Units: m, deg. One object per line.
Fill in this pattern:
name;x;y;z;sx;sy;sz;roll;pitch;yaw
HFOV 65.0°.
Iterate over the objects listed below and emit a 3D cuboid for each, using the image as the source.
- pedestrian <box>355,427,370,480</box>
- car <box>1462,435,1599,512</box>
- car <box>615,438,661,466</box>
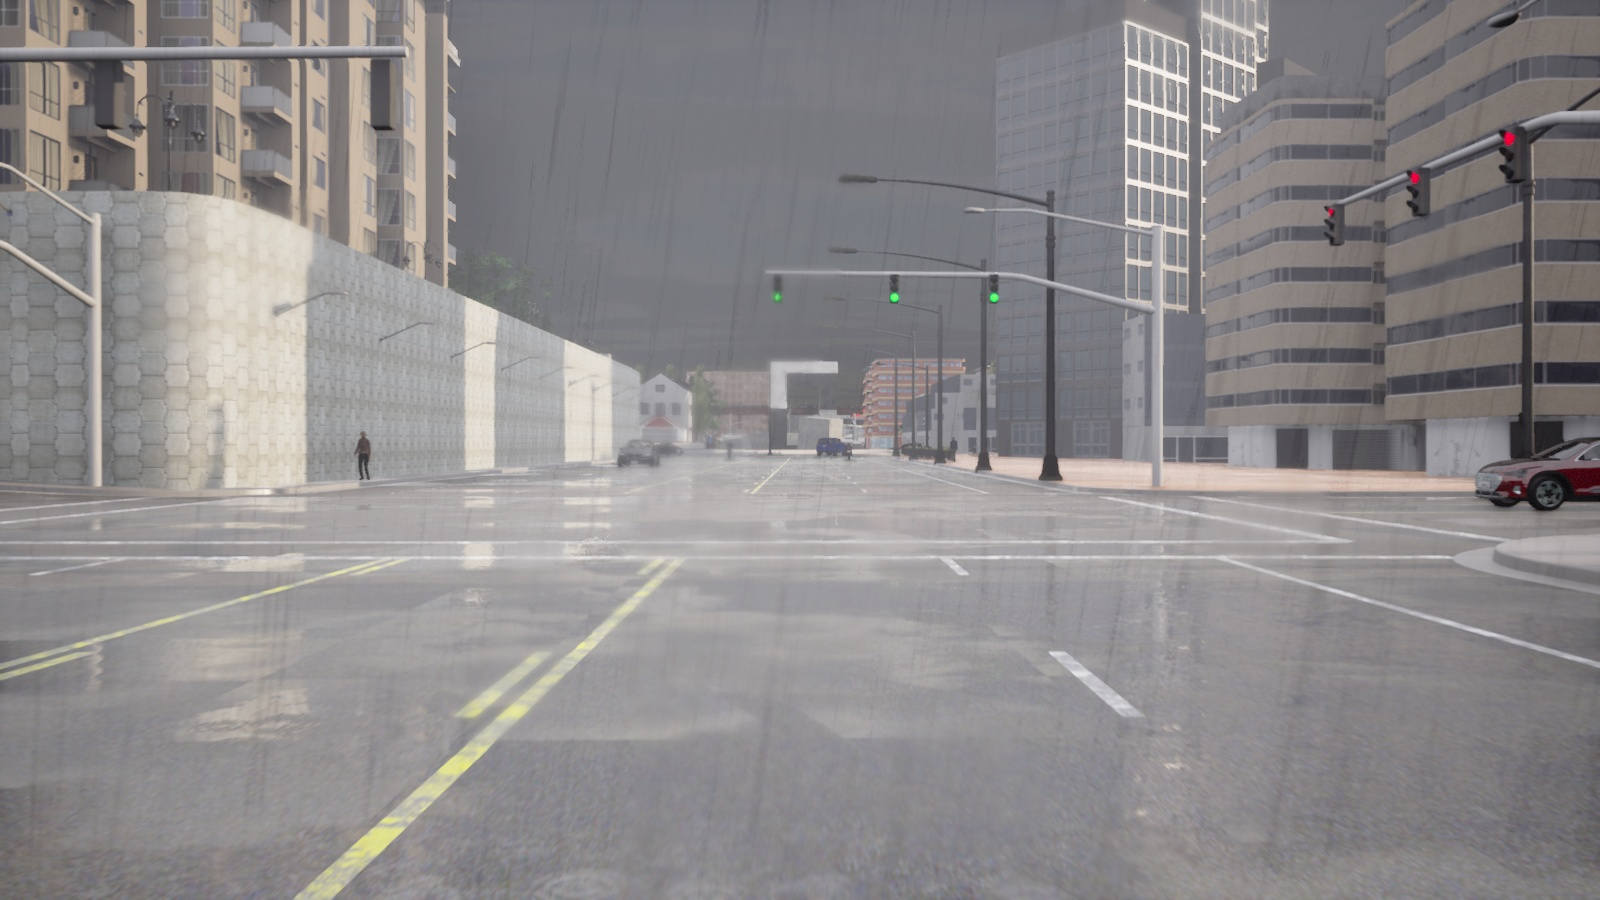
pedestrian;-15.514;0.122;44.540;0.331;1.846;0.634;0;0;1
car;17.770;0.502;28.084;4.856;1.649;2.033;0;0;0
car;-10.040;0.101;78.276;2.242;1.667;4.611;0;0;0
